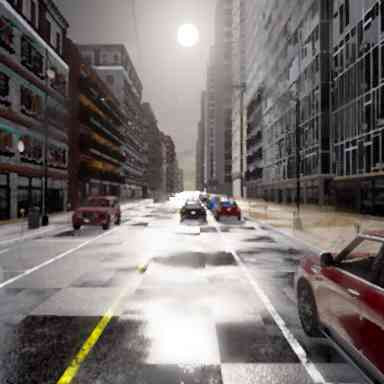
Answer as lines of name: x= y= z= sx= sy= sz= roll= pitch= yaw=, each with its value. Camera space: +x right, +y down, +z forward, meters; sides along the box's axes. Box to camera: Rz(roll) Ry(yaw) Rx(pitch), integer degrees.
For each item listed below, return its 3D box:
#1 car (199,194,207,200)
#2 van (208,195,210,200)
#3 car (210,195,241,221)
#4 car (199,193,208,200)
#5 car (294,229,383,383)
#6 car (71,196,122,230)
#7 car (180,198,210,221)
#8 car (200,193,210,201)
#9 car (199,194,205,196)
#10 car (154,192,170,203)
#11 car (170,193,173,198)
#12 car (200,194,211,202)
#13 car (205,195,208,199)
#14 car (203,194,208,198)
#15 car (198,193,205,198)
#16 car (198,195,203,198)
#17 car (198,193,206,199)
car: x=2.683 y=1.135 z=82.637 sx=2.008 sy=1.369 sz=4.403 roll=1 pitch=0 yaw=0
van: x=2.699 y=1.187 z=31.776 sx=1.690 sy=1.788 sz=3.998 roll=1 pitch=0 yaw=0
car: x=2.698 y=1.314 z=26.124 sx=1.967 sy=1.590 sz=4.097 roll=1 pitch=0 yaw=0
car: x=2.686 y=1.054 z=76.986 sx=1.967 sy=1.590 sz=4.097 roll=1 pitch=0 yaw=0
car: x=2.706 y=1.298 z=3.519 sx=2.192 sy=1.841 sz=5.009 roll=1 pitch=0 yaw=0
car: x=-5.678 y=1.216 z=20.473 sx=2.192 sy=1.841 sz=5.009 roll=1 pitch=0 yaw=0
car: x=0.095 y=1.440 z=25.531 sx=1.994 sy=1.385 sz=4.181 roll=0 pitch=0 yaw=0
car: x=2.688 y=1.084 z=71.335 sx=1.967 sy=1.590 sz=4.097 roll=1 pitch=0 yaw=0
car: x=2.688 y=1.269 z=60.033 sx=1.947 sy=1.339 sz=4.313 roll=1 pitch=0 yaw=0
car: x=-5.688 y=1.017 z=60.032 sx=2.192 sy=1.841 sz=5.009 roll=1 pitch=0 yaw=0
car: x=-5.694 y=1.209 z=71.335 sx=1.947 sy=1.339 sz=4.313 roll=1 pitch=0 yaw=0
car: x=2.688 y=1.218 z=65.683 sx=1.887 sy=1.381 sz=4.507 roll=1 pitch=0 yaw=0
car: x=2.694 y=1.384 z=37.429 sx=1.947 sy=1.339 sz=4.313 roll=1 pitch=0 yaw=0
car: x=2.692 y=1.355 z=43.080 sx=1.947 sy=1.339 sz=4.313 roll=1 pitch=0 yaw=0
car: x=2.680 y=1.106 z=93.939 sx=1.802 sy=1.307 sz=4.206 roll=1 pitch=0 yaw=0
car: x=0.092 y=1.396 z=41.834 sx=1.895 sy=1.301 sz=4.718 roll=0 pitch=0 yaw=0
car: x=2.682 y=1.105 z=88.289 sx=2.008 sy=1.369 sz=4.403 roll=1 pitch=0 yaw=0
